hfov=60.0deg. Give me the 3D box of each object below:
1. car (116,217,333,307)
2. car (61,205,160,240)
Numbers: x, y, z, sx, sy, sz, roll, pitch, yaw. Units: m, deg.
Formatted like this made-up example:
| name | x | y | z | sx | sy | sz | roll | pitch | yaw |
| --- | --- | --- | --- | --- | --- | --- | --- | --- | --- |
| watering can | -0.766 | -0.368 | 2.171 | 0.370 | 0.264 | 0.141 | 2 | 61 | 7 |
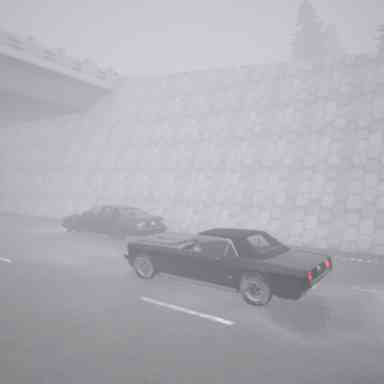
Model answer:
| name | x | y | z | sx | sy | sz | roll | pitch | yaw |
| --- | --- | --- | --- | --- | --- | --- | --- | --- | --- |
| car | 0.613 | 1.511 | 7.825 | 4.718 | 1.301 | 1.895 | 2 | 1 | 35 |
| car | -3.651 | 1.286 | 15.138 | 5.357 | 1.411 | 2.033 | 2 | 1 | 35 |
